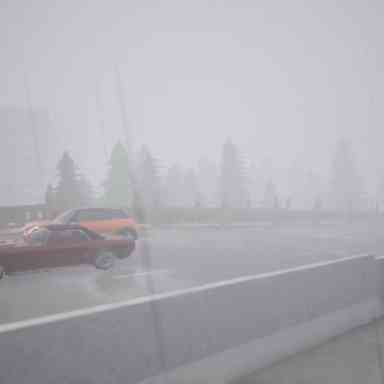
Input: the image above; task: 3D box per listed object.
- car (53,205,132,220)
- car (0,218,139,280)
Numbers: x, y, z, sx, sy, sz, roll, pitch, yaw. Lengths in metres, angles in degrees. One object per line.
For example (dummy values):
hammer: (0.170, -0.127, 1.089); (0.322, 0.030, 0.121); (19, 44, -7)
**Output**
car: (-4.576, 1.403, 13.623); (4.553, 1.767, 2.097); (1, -1, -35)
car: (-4.145, 1.627, 9.634); (4.718, 1.301, 1.895); (1, 0, -35)
